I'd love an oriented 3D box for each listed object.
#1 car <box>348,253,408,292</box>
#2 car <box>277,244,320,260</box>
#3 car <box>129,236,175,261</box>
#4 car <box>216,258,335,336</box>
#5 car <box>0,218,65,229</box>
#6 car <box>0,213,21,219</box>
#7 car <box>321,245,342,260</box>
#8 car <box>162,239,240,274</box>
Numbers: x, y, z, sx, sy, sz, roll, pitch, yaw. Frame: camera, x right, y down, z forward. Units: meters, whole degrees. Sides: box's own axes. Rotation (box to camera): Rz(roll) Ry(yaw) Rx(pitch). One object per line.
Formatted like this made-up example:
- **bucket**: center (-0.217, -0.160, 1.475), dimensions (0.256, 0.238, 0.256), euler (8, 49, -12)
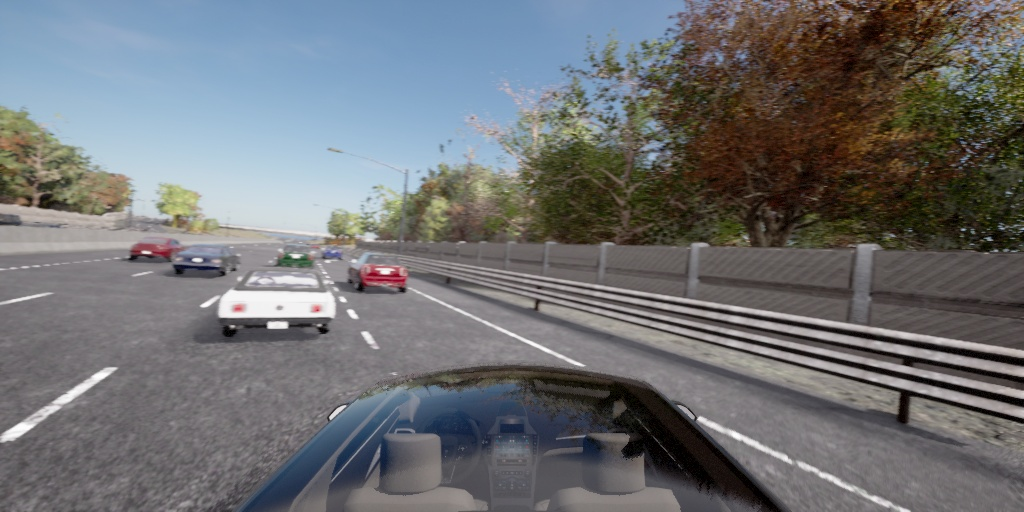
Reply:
- **car**: center (-6.488, 0.633, 17.162), dimensions (2.097, 1.767, 4.553), euler (5, 0, -30)
- **car**: center (-14.332, -0.007, 23.884), dimensions (2.097, 1.767, 4.553), euler (5, 0, -30)
- **car**: center (-21.069, -0.439, 21.563), dimensions (1.812, 1.442, 4.674), euler (5, 0, -30)
- **car**: center (-5.444, 0.917, 8.604), dimensions (1.895, 1.301, 4.718), euler (5, 0, -30)
- **car**: center (-37.359, -1.840, 28.363), dimensions (1.837, 1.490, 4.892), euler (5, 0, -30)
- **car**: center (-41.137, -2.453, 27.990), dimensions (2.150, 2.045, 5.566), euler (5, -1, -30)
- **car**: center (-21.915, -0.533, 43.619), dimensions (2.097, 1.767, 4.553), euler (5, 0, -30)
- **car**: center (-14.603, 0.120, 17.389), dimensions (2.033, 1.411, 5.357), euler (5, 0, -30)
